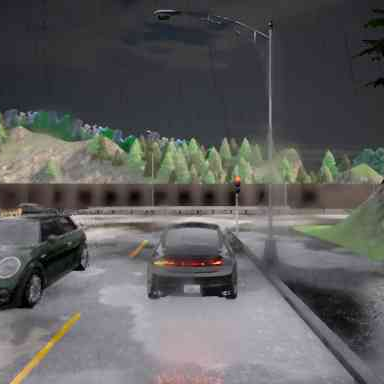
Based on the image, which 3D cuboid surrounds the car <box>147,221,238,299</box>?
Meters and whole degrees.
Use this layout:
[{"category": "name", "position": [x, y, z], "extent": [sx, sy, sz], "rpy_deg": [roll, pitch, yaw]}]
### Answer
[{"category": "car", "position": [0.025, 1.505, 8.429], "extent": [1.837, 1.490, 4.892], "rpy_deg": [0, 0, 1]}]

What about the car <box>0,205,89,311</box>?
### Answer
[{"category": "car", "position": [-4.082, 1.352, 7.857], "extent": [2.097, 1.767, 4.553], "rpy_deg": [0, 0, 0]}]
